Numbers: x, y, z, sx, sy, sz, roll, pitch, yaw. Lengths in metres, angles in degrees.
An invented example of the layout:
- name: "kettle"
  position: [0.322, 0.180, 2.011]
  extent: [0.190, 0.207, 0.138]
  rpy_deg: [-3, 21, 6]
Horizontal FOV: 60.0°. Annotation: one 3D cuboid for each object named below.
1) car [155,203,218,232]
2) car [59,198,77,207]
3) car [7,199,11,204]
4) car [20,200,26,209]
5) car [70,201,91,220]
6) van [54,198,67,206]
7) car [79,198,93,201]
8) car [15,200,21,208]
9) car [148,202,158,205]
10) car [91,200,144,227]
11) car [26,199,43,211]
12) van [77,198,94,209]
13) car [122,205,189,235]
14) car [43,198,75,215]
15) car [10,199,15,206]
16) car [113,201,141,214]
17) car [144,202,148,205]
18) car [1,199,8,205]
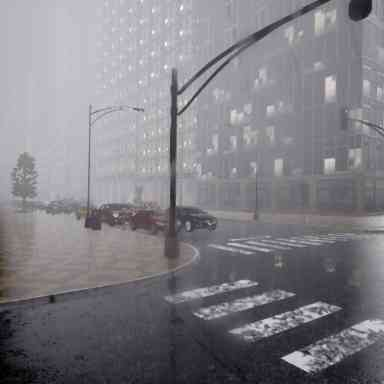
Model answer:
- name: "car"
  position: [-0.286, 1.634, 21.139]
  extent: [1.837, 1.490, 4.892]
  rpy_deg: [1, -1, -33]
- name: "car"
  position: [-24.709, 2.036, 66.098]
  extent: [2.192, 1.841, 5.009]
  rpy_deg: [1, -1, -35]
- name: "car"
  position: [-34.834, 2.209, 65.944]
  extent: [1.802, 1.307, 4.206]
  rpy_deg: [1, -1, -35]
- name: "car"
  position: [-25.054, 2.029, 51.979]
  extent: [1.947, 1.339, 4.313]
  rpy_deg: [1, -1, -35]
- name: "car"
  position: [-8.655, 1.713, 28.563]
  extent: [1.752, 1.417, 4.829]
  rpy_deg: [1, -1, -35]
- name: "van"
  position: [-27.969, 2.117, 70.753]
  extent: [1.690, 1.788, 3.998]
  rpy_deg: [1, -1, -35]
- name: "car"
  position: [-13.159, 1.838, 39.548]
  extent: [2.128, 1.511, 4.902]
  rpy_deg: [1, -1, -35]
- name: "car"
  position: [-28.314, 2.062, 56.634]
  extent: [1.887, 1.381, 4.507]
  rpy_deg: [1, -1, -35]
- name: "car"
  position: [-5.149, 1.833, 38.164]
  extent: [1.967, 1.590, 4.097]
  rpy_deg: [1, -1, -35]
- name: "car"
  position: [-5.493, 1.575, 24.048]
  extent: [1.967, 1.590, 4.097]
  rpy_deg: [1, -1, -35]
- name: "car"
  position: [-21.794, 1.959, 47.323]
  extent: [2.008, 1.369, 4.403]
  rpy_deg: [1, -1, -35]
- name: "van"
  position: [-18.189, 1.953, 56.787]
  extent: [1.690, 1.788, 3.998]
  rpy_deg: [1, -1, -35]
- name: "car"
  position: [-2.233, 1.662, 19.391]
  extent: [1.802, 1.307, 4.206]
  rpy_deg: [1, -1, -35]
- name: "car"
  position: [-15.273, 1.739, 38.014]
  extent: [1.967, 1.590, 4.097]
  rpy_deg: [1, -1, -35]
- name: "car"
  position: [-31.574, 2.123, 61.289]
  extent: [2.008, 1.369, 4.403]
  rpy_deg: [1, -1, -35]
- name: "car"
  position: [-8.506, 1.974, 42.958]
  extent: [1.752, 1.417, 4.829]
  rpy_deg: [1, -1, -35]
- name: "car"
  position: [-6.051, 1.730, 29.375]
  extent: [1.837, 1.490, 4.892]
  rpy_deg: [1, -1, -35]
- name: "car"
  position: [-41.355, 2.287, 75.255]
  extent: [2.008, 1.369, 4.403]
  rpy_deg: [1, -1, -35]
